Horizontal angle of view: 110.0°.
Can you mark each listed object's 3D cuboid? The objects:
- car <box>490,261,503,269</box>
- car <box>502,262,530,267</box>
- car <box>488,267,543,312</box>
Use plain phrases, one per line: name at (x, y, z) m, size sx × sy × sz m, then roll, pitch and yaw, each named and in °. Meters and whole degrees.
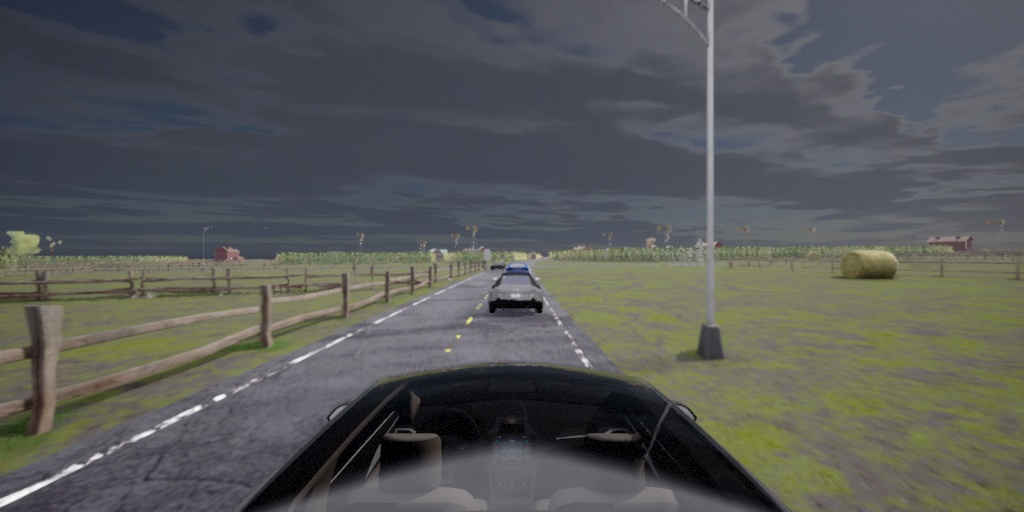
car at (-1.836, 1.355, 47.626) m, size 1.895 × 1.301 × 4.718 m, roll 0°, pitch 0°, yaw 3°
car at (0.471, 1.231, 30.200) m, size 1.882 × 1.535 × 5.008 m, roll 0°, pitch 0°, yaw 2°
car at (0.164, 1.315, 14.168) m, size 1.994 × 1.385 × 4.181 m, roll 0°, pitch 0°, yaw 1°
